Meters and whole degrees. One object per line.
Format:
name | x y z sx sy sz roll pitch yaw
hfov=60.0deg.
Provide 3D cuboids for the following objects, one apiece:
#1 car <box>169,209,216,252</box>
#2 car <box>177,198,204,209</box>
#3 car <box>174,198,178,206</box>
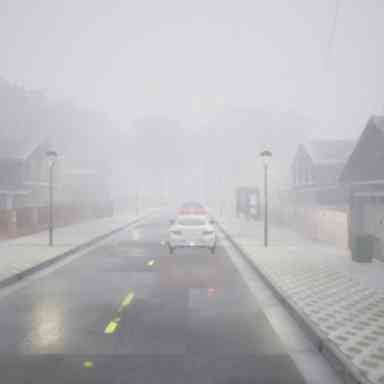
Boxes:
car | 0.011 1.663 14.372 1.812 1.442 4.674 0 0 0
car | 0.015 1.626 29.069 2.097 1.767 4.553 0 -1 0
car | -2.716 2.014 69.801 2.097 1.767 4.553 0 -1 0
